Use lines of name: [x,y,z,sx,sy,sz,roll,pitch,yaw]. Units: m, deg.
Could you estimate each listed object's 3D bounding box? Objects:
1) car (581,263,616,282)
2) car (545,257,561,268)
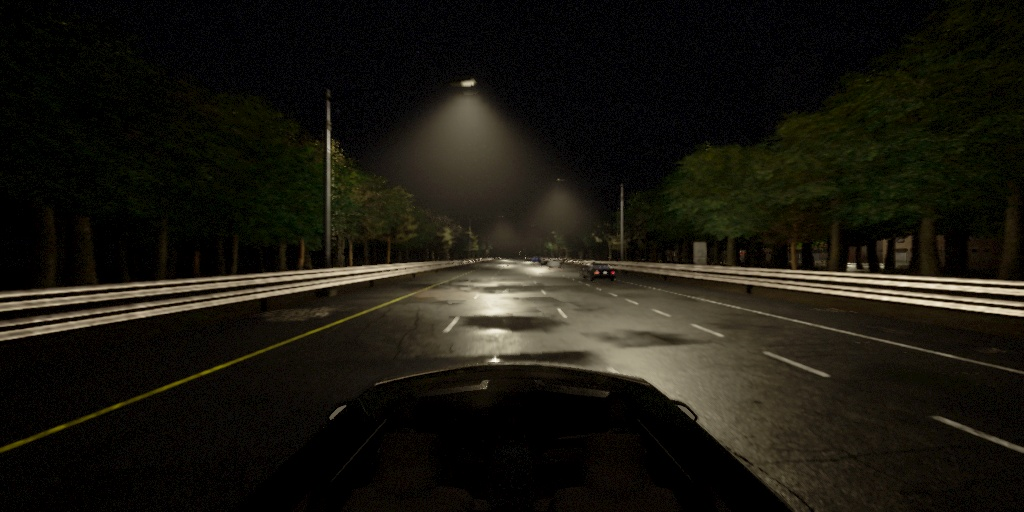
car: [7.000,1.307,29.443,2.033,1.411,5.357,0,0,0]
car: [7.006,1.309,59.315,1.812,1.442,4.674,0,0,0]
